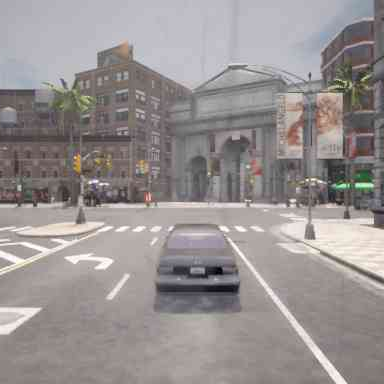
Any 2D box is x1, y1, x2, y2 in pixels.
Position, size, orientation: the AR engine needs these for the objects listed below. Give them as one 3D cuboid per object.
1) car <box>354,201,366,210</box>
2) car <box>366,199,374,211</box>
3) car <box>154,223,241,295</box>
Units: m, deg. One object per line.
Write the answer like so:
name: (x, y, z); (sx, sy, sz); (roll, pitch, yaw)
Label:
car: (22.280, 1.564, 40.944); (4.181, 1.385, 1.994); (0, 0, 0)
car: (22.707, 1.526, 37.445); (4.674, 1.442, 1.812); (0, 0, 1)
car: (0.111, 1.548, 8.866); (2.033, 1.411, 5.357); (0, 0, 0)
